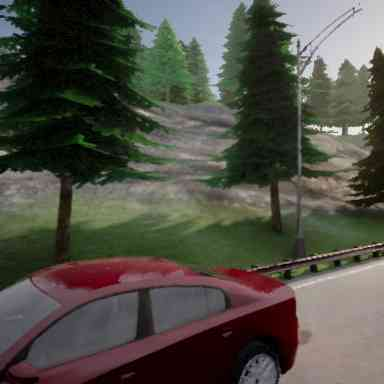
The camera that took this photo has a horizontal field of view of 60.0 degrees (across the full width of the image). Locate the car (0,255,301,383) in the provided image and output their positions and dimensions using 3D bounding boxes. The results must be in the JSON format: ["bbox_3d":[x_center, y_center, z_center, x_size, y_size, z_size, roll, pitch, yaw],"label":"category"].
[{"bbox_3d":[-1.051,1.474,3.240,5.008,1.535,1.882,0,0,-36],"label":"car"}]
